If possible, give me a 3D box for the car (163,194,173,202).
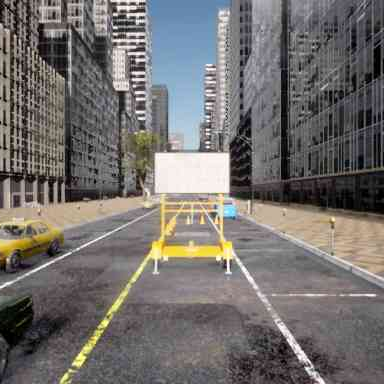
[{"bbox_3d":[-5.640,1.324,78.841,2.192,1.841,5.009,0,0,0],"label":"car"}]

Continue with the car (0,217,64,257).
[{"bbox_3d":[-5.686,1.525,10.656,1.752,1.417,4.829,0,0,0],"label":"car"}]

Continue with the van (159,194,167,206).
[{"bbox_3d":[-5.655,1.346,56.169,1.690,1.788,3.998,0,0,0],"label":"van"}]

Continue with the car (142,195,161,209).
[{"bbox_3d":[-5.663,1.528,44.663,1.752,1.417,4.829,0,0,0],"label":"car"}]

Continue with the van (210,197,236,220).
[{"bbox_3d":[2.705,1.342,27.822,1.690,1.788,3.998,0,0,0],"label":"van"}]

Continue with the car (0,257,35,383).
[{"bbox_3d":[-3.099,1.601,2.351,1.895,1.301,4.718,0,0,0],"label":"car"}]

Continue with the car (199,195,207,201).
[{"bbox_3d":[2.745,1.555,84.502,1.887,1.381,4.507,0,0,0],"label":"car"}]

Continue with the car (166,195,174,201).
[{"bbox_3d":[-5.636,1.536,84.339,1.752,1.417,4.829,0,0,0],"label":"car"}]

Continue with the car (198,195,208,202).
[{"bbox_3d":[2.737,1.559,73.166,2.008,1.369,4.403,0,0,0],"label":"car"}]

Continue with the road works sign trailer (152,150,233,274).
[{"bbox_3d":[0.006,0.464,10.558,2.380,3.560,2.880,0,0,0],"label":"road works sign trailer"}]

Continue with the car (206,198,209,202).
[{"bbox_3d":[2.710,1.527,33.660,1.752,1.417,4.829,0,0,0],"label":"car"}]

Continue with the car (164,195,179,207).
[{"bbox_3d":[-2.965,1.551,52.519,2.033,1.411,5.357,0,0,0],"label":"car"}]
